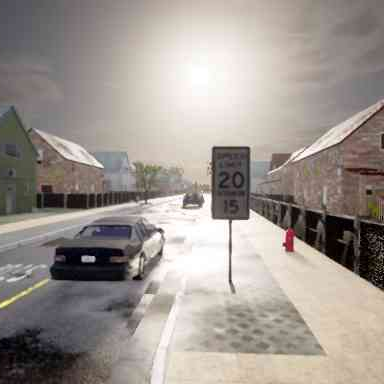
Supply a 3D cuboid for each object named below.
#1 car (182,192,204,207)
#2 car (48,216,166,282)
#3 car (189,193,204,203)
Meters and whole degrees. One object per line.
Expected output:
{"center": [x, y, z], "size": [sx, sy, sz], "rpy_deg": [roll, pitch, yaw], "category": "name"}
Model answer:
{"center": [0.081, 0.818, 39.800], "size": [2.097, 1.767, 4.553], "rpy_deg": [0, 1, 4], "category": "car"}
{"center": [-1.982, 1.395, 9.361], "size": [2.033, 1.411, 5.357], "rpy_deg": [0, 1, 4], "category": "car"}
{"center": [0.711, 0.924, 50.039], "size": [1.994, 1.385, 4.181], "rpy_deg": [0, 1, 4], "category": "car"}
